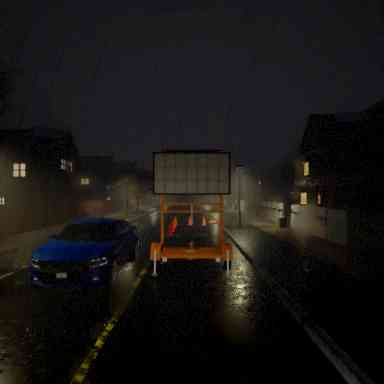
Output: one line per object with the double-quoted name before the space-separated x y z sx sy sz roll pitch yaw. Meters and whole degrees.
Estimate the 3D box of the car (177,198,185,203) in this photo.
"car" -2.756 2.157 84.687 1.812 1.442 4.674 0 -1 0

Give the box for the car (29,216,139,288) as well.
"car" -2.751 1.494 9.504 1.882 1.535 5.008 0 0 0

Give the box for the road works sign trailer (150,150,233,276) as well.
"road works sign trailer" -0.005 0.484 10.447 2.380 3.560 2.880 0 0 1
